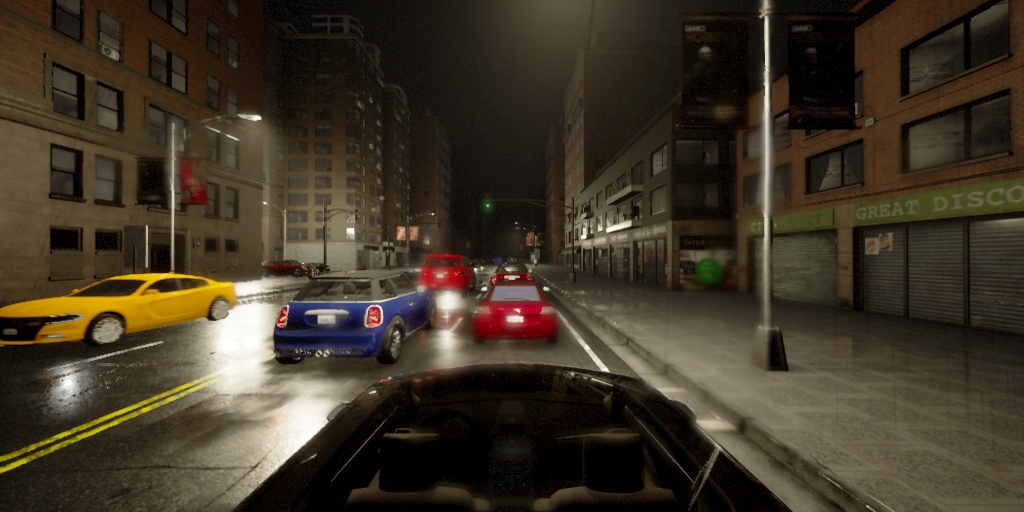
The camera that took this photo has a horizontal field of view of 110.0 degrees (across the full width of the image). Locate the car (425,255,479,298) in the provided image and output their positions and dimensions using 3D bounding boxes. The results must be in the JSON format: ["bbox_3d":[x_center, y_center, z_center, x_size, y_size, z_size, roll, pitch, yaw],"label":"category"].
[{"bbox_3d":[-3.153,0.971,18.452,2.150,2.045,5.566,0,0,0],"label":"car"}]

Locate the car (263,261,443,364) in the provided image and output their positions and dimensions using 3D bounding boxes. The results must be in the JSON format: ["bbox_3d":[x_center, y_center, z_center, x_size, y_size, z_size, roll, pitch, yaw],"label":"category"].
[{"bbox_3d":[-3.149,1.101,8.223,2.097,1.767,4.553,0,0,0],"label":"car"}]

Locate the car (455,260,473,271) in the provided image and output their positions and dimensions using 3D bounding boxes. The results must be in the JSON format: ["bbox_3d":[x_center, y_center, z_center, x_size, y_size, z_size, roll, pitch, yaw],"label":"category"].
[{"bbox_3d":[-6.607,1.262,49.921,1.837,1.490,4.892,0,0,0],"label":"car"}]

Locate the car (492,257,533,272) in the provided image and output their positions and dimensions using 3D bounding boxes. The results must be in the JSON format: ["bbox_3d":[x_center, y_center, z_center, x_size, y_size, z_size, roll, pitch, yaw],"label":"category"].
[{"bbox_3d":[0.001,1.100,18.597,2.097,1.767,4.553,0,0,0],"label":"car"}]

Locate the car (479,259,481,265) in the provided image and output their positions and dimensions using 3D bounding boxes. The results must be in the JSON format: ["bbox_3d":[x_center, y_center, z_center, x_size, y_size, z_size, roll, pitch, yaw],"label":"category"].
[{"bbox_3d":[-6.597,1.267,59.033,1.837,1.490,4.892,0,0,0],"label":"car"}]

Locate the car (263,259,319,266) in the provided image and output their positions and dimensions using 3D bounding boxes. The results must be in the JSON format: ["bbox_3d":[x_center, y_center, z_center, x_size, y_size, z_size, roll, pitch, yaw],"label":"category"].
[{"bbox_3d":[-20.800,1.095,33.541,4.553,1.767,2.097,0,0,2],"label":"car"}]

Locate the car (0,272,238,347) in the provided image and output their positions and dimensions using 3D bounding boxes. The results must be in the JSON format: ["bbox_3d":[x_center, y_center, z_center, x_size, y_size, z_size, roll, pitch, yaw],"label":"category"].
[{"bbox_3d":[-9.852,1.226,9.539,1.882,1.535,5.008,0,0,0],"label":"car"}]

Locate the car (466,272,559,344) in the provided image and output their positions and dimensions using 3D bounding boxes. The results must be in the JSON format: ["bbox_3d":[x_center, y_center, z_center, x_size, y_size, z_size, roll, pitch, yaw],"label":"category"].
[{"bbox_3d":[0.090,1.313,9.616,1.994,1.385,4.181,0,0,0],"label":"car"}]
